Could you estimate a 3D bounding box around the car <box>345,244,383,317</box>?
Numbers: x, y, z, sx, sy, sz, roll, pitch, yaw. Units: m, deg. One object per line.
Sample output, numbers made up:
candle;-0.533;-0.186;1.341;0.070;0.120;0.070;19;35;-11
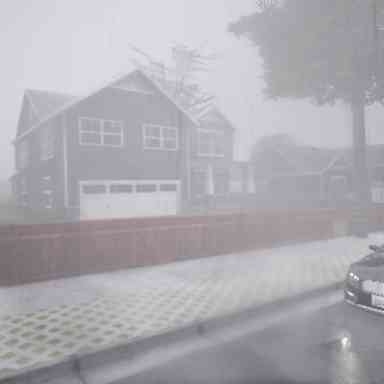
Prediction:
car;5.030;1.516;6.816;4.902;1.511;2.128;0;0;-37
